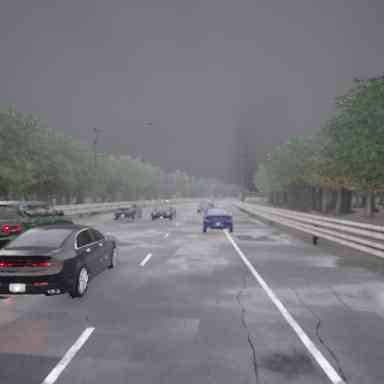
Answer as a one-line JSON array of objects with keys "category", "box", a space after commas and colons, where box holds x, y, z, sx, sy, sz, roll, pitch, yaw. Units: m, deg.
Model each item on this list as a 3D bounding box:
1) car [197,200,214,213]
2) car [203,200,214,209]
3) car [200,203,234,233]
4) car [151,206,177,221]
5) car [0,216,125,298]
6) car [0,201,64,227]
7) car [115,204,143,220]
[{"category": "car", "box": [1.735, 2.095, 45.126, 2.033, 1.411, 5.357, 0, -1, 5]}, {"category": "car", "box": [3.110, 2.282, 61.468, 1.812, 1.442, 4.674, 0, -1, 6]}, {"category": "car", "box": [1.651, 1.746, 21.997, 1.882, 1.535, 5.008, 0, -1, 2]}, {"category": "car", "box": [-2.545, 1.978, 31.290, 1.895, 1.301, 4.718, 0, -1, 3]}, {"category": "car", "box": [-3.299, 1.610, 8.788, 1.837, 1.490, 4.892, 0, -1, 1]}, {"category": "car", "box": [-6.713, 1.382, 13.518, 2.150, 2.045, 5.566, 0, -1, 1]}, {"category": "car", "box": [-6.011, 1.888, 31.945, 1.837, 1.490, 4.892, 0, -1, 3]}]
